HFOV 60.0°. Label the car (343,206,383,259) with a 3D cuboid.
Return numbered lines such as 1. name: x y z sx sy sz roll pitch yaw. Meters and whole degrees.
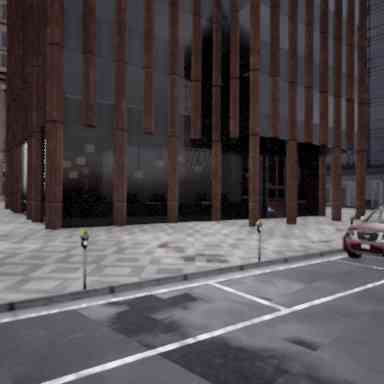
1. car: 7.578 1.439 12.063 5.009 1.841 2.192 1 0 -36
